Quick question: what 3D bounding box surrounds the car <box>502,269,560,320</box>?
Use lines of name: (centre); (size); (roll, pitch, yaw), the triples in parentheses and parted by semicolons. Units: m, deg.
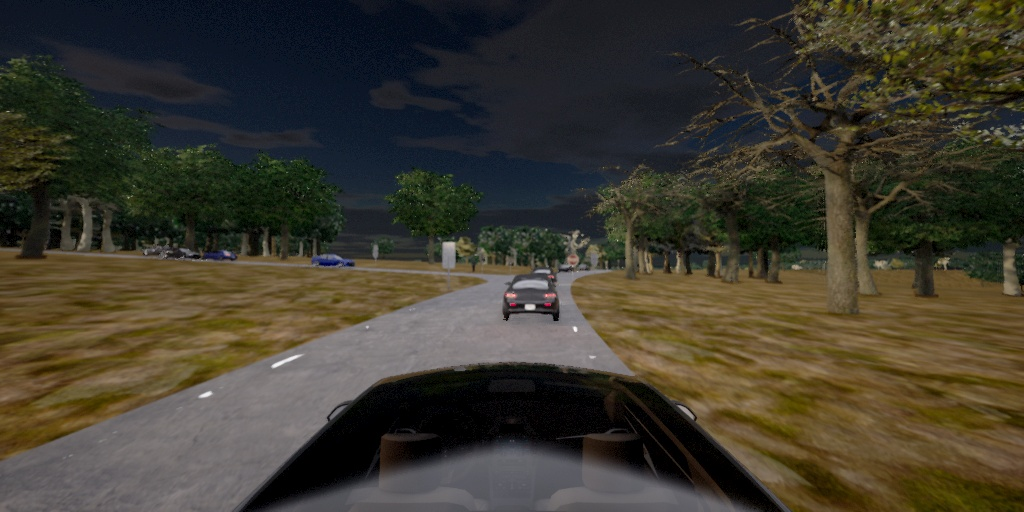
car: (0.714, 1.363, 12.896); (1.812, 1.442, 4.674); (0, 0, 4)

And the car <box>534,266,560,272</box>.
car: (2.060, 1.451, 23.843); (1.812, 1.442, 4.674); (0, -1, 9)

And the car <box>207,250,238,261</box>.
car: (-39.440, -0.077, 48.435); (4.674, 1.442, 1.812); (2, -1, 13)

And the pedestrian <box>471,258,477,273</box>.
pedestrian: (-4.720, 1.182, 44.282); (0.375, 1.860, 0.375); (0, -4, 12)

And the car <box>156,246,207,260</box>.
car: (-42.297, -0.284, 45.922); (4.892, 1.490, 1.837); (2, -1, 13)

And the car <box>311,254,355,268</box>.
car: (-20.457, 0.583, 41.153); (5.008, 1.535, 1.882); (2, -1, 12)

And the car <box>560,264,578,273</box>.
car: (8.853, 2.034, 58.798); (1.882, 1.535, 5.008); (-1, -2, 23)
